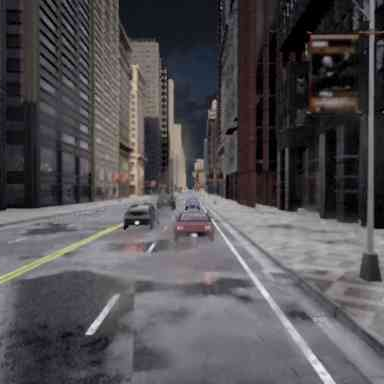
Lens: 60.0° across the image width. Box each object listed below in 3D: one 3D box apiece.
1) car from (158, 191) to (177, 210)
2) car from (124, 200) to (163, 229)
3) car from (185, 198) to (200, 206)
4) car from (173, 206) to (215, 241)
[{"bbox_3d":[-3.163,1.210,42.330,2.150,2.045,5.566,0,0,0],"label":"car"},{"bbox_3d":[-3.158,1.507,21.540,1.837,1.490,4.892,0,0,0],"label":"car"},{"bbox_3d":[0.085,1.536,43.545,2.033,1.411,5.357,0,0,0],"label":"car"},{"bbox_3d":[0.095,1.604,16.733,1.895,1.301,4.718,0,0,0],"label":"car"}]
